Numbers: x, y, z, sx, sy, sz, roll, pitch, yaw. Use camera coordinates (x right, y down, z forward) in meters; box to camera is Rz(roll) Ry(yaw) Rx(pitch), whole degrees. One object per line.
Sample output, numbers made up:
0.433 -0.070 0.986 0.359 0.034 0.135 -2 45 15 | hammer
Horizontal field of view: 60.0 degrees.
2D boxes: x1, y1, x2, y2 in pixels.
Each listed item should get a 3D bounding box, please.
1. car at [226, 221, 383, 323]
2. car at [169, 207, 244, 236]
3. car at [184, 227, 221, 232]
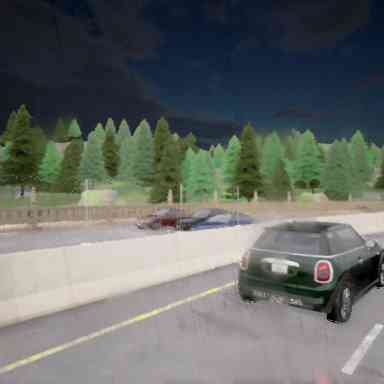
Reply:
3.010 1.466 7.792 2.097 1.767 4.553 -1 -1 41 | car
1.035 1.778 21.213 5.008 1.535 1.882 1 -1 -44 | car
1.813 1.769 17.079 4.674 1.442 1.812 1 -1 -45 | car
